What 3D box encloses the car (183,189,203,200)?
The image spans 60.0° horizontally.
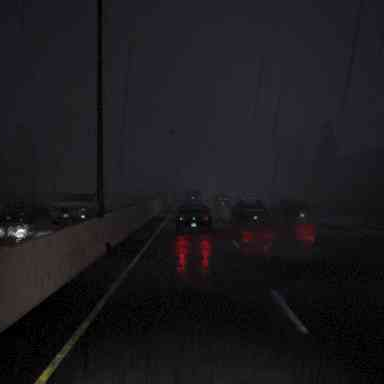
[{"bbox_3d":[0.099,0.702,39.295,2.150,2.045,5.566,0,1,0],"label":"car"}]

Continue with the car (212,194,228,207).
[{"bbox_3d":[3.598,0.965,40.772,1.837,1.490,4.892,0,1,0],"label":"car"}]

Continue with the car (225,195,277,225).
[{"bbox_3d":[3.599,1.210,21.231,2.128,1.511,4.902,0,1,0],"label":"car"}]

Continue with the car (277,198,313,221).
[{"bbox_3d":[7.098,1.190,23.791,1.837,1.490,4.892,0,1,0],"label":"car"}]

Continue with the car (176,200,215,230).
[{"bbox_3d":[0.099,1.346,19.139,1.895,1.301,4.718,0,1,0],"label":"car"}]
